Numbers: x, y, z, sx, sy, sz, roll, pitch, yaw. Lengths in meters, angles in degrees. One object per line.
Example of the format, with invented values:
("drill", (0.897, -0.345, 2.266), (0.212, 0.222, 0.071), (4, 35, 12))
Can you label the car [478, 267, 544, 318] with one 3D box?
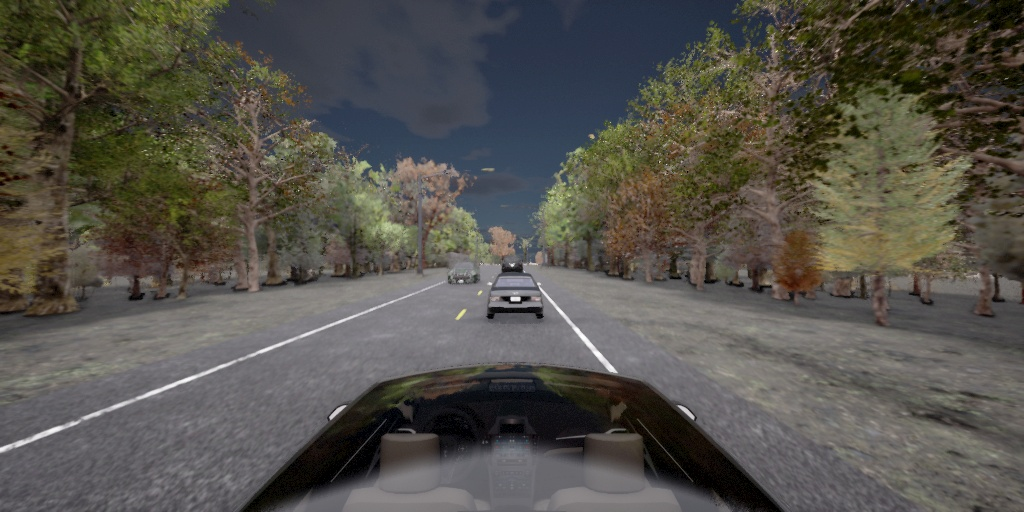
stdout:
("car", (0.102, 1.308, 13.018), (2.033, 1.411, 5.357), (0, 0, 0))

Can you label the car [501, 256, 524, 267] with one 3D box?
("car", (0.021, 1.003, 36.642), (2.150, 2.045, 5.566), (0, 0, 0))

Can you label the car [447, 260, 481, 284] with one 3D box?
("car", (-3.534, 1.177, 27.105), (2.097, 1.767, 4.553), (0, 0, 0))
